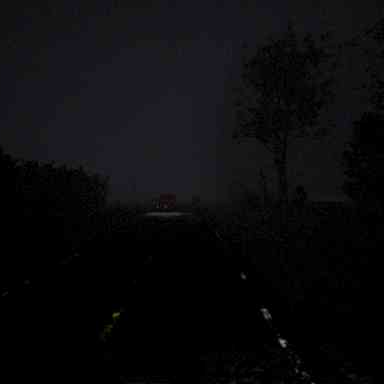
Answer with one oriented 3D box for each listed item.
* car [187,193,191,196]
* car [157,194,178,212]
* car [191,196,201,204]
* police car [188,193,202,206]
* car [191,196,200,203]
[{"bbox_3d":[-0.124,1.225,90.235,2.150,2.045,5.566,0,0,0],"label":"car"},{"bbox_3d":[-2.895,1.233,39.440,2.150,2.045,5.566,0,0,0],"label":"car"},{"bbox_3d":[0.733,1.562,66.469,1.837,1.490,4.892,0,0,0],"label":"car"},{"bbox_3d":[0.747,1.463,56.579,1.930,1.638,5.238,0,0,0],"label":"police car"},{"bbox_3d":[0.725,1.574,72.469,1.837,1.490,4.892,0,0,0],"label":"car"}]
